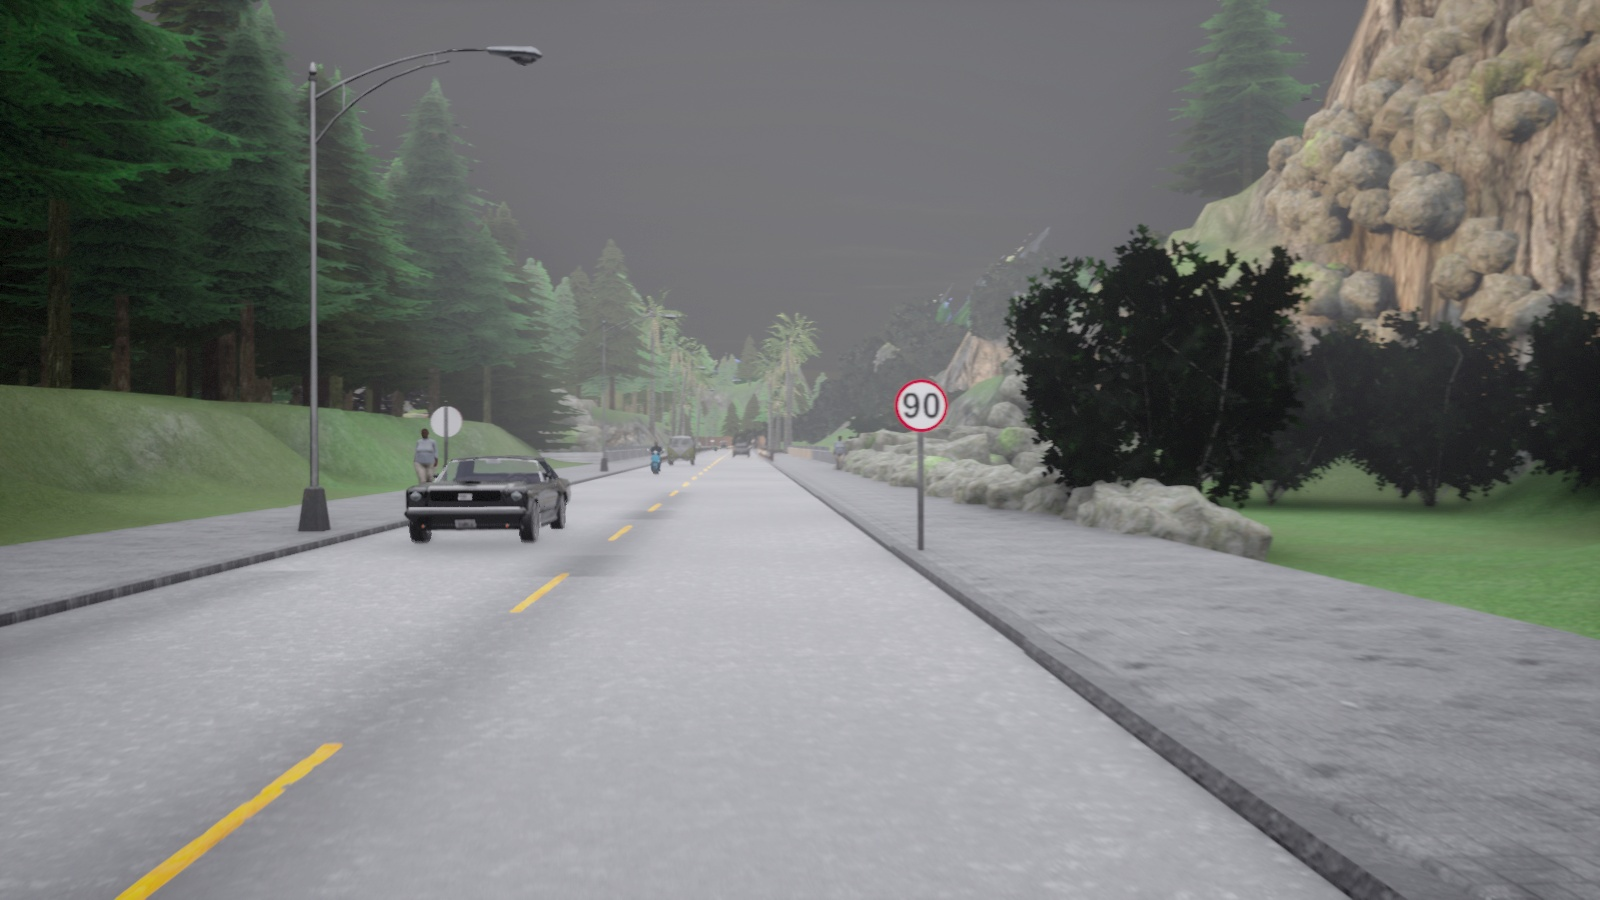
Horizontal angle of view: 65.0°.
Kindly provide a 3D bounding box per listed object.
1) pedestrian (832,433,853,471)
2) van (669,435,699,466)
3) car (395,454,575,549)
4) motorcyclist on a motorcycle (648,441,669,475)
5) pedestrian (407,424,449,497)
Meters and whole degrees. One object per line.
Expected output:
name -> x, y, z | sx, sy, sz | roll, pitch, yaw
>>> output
pedestrian -> 2.096, 0.114, 61.694 | 0.874, 1.855, 0.900 | 0, 0, -7
van -> -7.766, 0.031, 84.211 | 1.775, 1.987, 4.442 | 0, 0, -3
car -> -4.889, 0.734, 20.173 | 1.895, 1.301, 4.718 | 0, 0, -3
motorcyclist on a motorcycle -> -6.623, 0.372, 58.745 | 0.866, 1.590, 1.817 | 0, 0, -3
pedestrian -> -9.629, 0.271, 32.535 | 0.874, 1.855, 0.900 | 0, 0, -3
